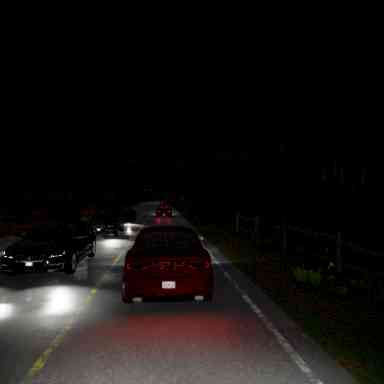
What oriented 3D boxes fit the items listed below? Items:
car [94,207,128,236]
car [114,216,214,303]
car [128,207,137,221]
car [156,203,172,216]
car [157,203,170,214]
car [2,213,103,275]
[{"bbox_3d":[-5.303,1.849,20.562,1.837,1.490,4.892,0,-1,-5],"label":"car"},{"bbox_3d":[-0.648,1.612,8.626,1.882,1.535,5.008,0,-1,-5],"label":"car"},{"bbox_3d":[-6.156,2.084,30.442,1.994,1.385,4.181,0,-1,-5],"label":"car"},{"bbox_3d":[-3.352,2.286,39.561,1.895,1.301,4.718,0,-1,-5],"label":"car"},{"bbox_3d":[-4.220,2.367,49.496,1.837,1.490,4.892,0,-1,-5],"label":"car"},{"bbox_3d":[-4.481,1.681,11.135,1.837,1.490,4.892,0,-1,-5],"label":"car"}]
